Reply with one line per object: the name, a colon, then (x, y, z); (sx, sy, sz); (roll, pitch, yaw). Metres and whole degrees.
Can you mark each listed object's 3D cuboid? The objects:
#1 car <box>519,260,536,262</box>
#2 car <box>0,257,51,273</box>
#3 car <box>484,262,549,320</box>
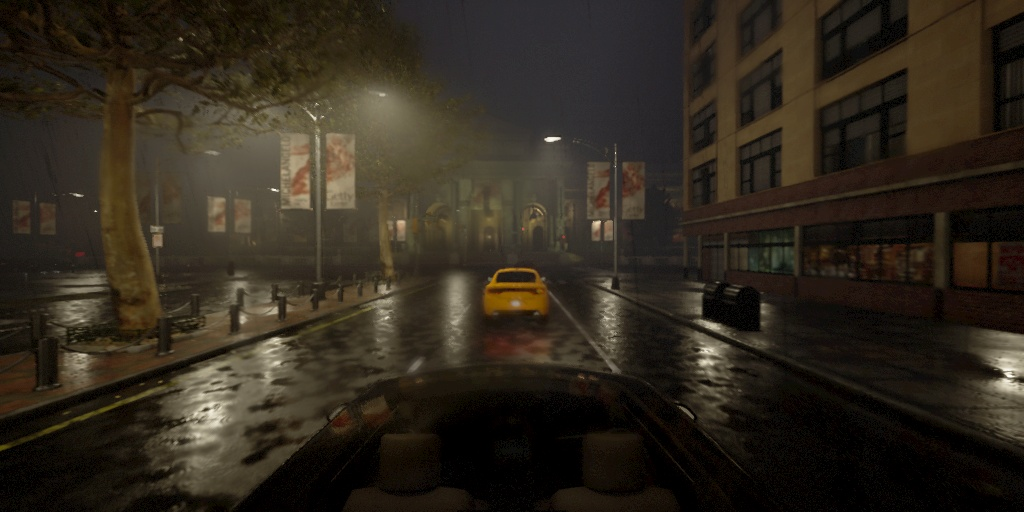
car: (1.316, 1.032, 29.546); (1.812, 1.442, 4.674); (0, 0, 15)
car: (-51.921, 0.937, 37.341); (4.892, 1.490, 1.837); (0, 0, -1)
car: (0.164, 1.136, 12.222); (1.882, 1.535, 5.008); (0, 0, 1)
